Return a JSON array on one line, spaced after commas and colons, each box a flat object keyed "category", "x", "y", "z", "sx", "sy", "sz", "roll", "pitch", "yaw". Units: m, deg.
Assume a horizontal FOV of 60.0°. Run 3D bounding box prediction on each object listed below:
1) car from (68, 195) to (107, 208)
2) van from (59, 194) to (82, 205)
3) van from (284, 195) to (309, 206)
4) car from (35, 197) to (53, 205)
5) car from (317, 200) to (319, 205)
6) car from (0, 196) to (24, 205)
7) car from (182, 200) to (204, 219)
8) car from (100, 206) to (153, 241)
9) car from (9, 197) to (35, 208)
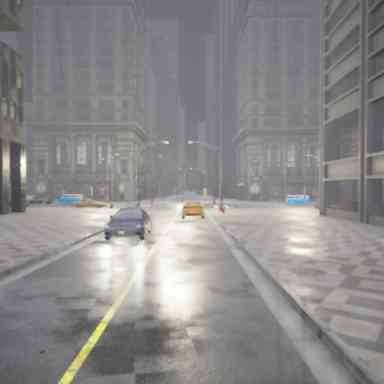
[{"category": "car", "x": -14.645, "y": 1.597, "z": 47.485, "sx": 4.829, "sy": 1.417, "sz": 1.752, "roll": 0, "pitch": 1, "yaw": 0}, {"category": "van", "x": -20.247, "y": 1.264, "z": 55.991, "sx": 3.998, "sy": 1.788, "sz": 1.690, "roll": 0, "pitch": 1, "yaw": 0}, {"category": "van", "x": 17.738, "y": 1.388, "z": 56.158, "sx": 3.998, "sy": 1.788, "sz": 1.690, "roll": 0, "pitch": 1, "yaw": 0}, {"category": "car", "x": -25.660, "y": 1.473, "z": 55.972, "sx": 4.313, "sy": 1.339, "sz": 1.947, "roll": 0, "pitch": 1, "yaw": 0}, {"category": "car", "x": 23.262, "y": 1.612, "z": 56.182, "sx": 4.507, "sy": 1.381, "sz": 1.887, "roll": 0, "pitch": 1, "yaw": 0}, {"category": "car", "x": -31.073, "y": 1.436, "z": 55.950, "sx": 4.507, "sy": 1.381, "sz": 1.887, "roll": 0, "pitch": 1, "yaw": 0}, {"category": "car", "x": 0.089, "y": 1.492, "z": 29.779, "sx": 1.882, "sy": 1.535, "sz": 5.008, "roll": 0, "pitch": 0, "yaw": 0}, {"category": "car", "x": -3.096, "y": 1.528, "z": 16.951, "sx": 1.812, "sy": 1.442, "sz": 4.674, "roll": 0, "pitch": 0, "yaw": 0}, {"category": "car", "x": -25.395, "y": 1.585, "z": 47.449, "sx": 4.507, "sy": 1.381, "sz": 1.887, "roll": 0, "pitch": 1, "yaw": 0}]
